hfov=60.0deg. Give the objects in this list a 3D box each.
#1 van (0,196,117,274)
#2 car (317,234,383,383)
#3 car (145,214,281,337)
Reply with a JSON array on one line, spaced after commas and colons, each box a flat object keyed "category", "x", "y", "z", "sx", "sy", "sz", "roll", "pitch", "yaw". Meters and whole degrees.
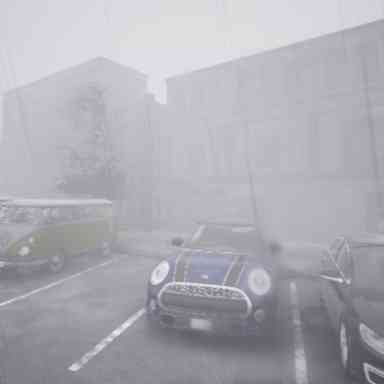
[{"category": "van", "x": -4.075, "y": 1.201, "z": 10.229, "sx": 1.878, "sy": 1.987, "sz": 4.442, "roll": 1, "pitch": 0, "yaw": 15}, {"category": "car", "x": 3.117, "y": 1.484, "z": 5.236, "sx": 2.231, "sy": 1.521, "sz": 4.892, "roll": 1, "pitch": 0, "yaw": 16}, {"category": "car", "x": 0.739, "y": 1.339, "z": 6.963, "sx": 2.185, "sy": 1.767, "sz": 4.553, "roll": 1, "pitch": 0, "yaw": 16}]
